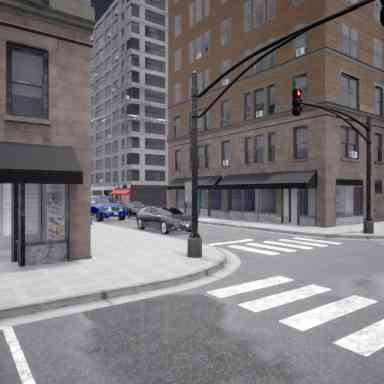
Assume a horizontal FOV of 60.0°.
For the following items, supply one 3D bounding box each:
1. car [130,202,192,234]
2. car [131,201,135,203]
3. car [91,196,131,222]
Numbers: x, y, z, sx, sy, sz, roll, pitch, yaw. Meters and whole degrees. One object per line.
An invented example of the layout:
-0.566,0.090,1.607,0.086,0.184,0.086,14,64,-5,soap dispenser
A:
-1.660,1.574,19.844,1.837,1.490,4.892,0,0,-35,car
-5.845,1.608,30.793,2.128,1.511,4.902,0,0,-35,car
-7.501,1.336,28.048,2.150,2.045,5.566,0,0,-36,car
